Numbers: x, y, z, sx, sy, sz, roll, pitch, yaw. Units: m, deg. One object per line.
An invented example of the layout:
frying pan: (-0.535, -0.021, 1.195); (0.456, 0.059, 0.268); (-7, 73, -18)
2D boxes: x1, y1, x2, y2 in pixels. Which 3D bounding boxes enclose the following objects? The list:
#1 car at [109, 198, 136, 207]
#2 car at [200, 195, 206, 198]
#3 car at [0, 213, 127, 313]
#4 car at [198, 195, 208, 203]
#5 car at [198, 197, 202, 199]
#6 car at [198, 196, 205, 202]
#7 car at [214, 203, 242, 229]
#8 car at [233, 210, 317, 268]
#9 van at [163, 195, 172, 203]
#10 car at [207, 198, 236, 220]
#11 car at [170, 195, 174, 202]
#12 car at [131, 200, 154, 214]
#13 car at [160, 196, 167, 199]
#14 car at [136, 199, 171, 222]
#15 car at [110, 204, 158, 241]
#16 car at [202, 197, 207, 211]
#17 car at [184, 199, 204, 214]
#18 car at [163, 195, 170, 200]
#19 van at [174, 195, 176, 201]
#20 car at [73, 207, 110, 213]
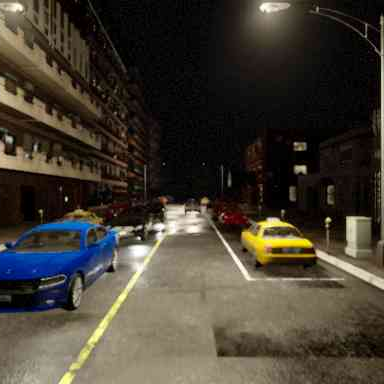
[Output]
car: (-5.692, 1.425, 27.763); (2.192, 1.841, 5.009); (0, 0, 0)
car: (2.679, 1.845, 66.708); (1.752, 1.417, 4.829); (0, 0, 0)
car: (-3.101, 1.500, 8.012); (1.882, 1.535, 5.008); (0, 0, 0)
car: (2.677, 1.733, 83.156); (2.192, 1.841, 5.009); (0, 0, 0)
car: (0.040, 1.765, 48.378); (2.033, 1.411, 5.357); (0, 0, 0)
car: (2.674, 1.930, 94.234); (1.967, 1.590, 4.097); (0, 0, 0)
car: (2.688, 1.670, 22.225); (1.802, 1.307, 4.206); (0, 0, 0)
car: (2.691, 1.565, 11.317); (1.752, 1.417, 4.829); (0, 0, 0)
van: (-5.703, 1.720, 77.617); (1.690, 1.788, 3.998); (0, 0, 0)
car: (2.689, 1.429, 27.765); (2.192, 1.841, 5.009); (0, 0, 0)
car: (-5.702, 1.661, 72.077); (2.192, 1.841, 5.009); (0, 0, 0)
car: (-5.696, 1.715, 38.840); (2.008, 1.369, 4.403); (0, 0, 0)
car: (-5.699, 1.797, 55.458); (1.887, 1.381, 4.507); (0, 0, 0)
car: (-3.080, 1.614, 27.358); (1.837, 1.490, 4.892); (0, 0, 0)
car: (-3.085, 1.589, 17.290); (1.812, 1.442, 4.674); (0, 0, 0)
car: (2.684, 1.748, 44.381); (2.008, 1.369, 4.403); (0, 0, 0)
car: (0.091, 1.763, 37.759); (1.895, 1.301, 4.718); (0, 0, 0)
car: (-5.700, 1.723, 60.997); (1.967, 1.590, 4.097); (0, 0, 0)
van: (-5.705, 1.790, 88.694); (1.690, 1.788, 3.998); (0, 0, 0)
car: (-5.691, 1.584, 16.513); (1.752, 1.417, 4.829); (0, 0, 0)
